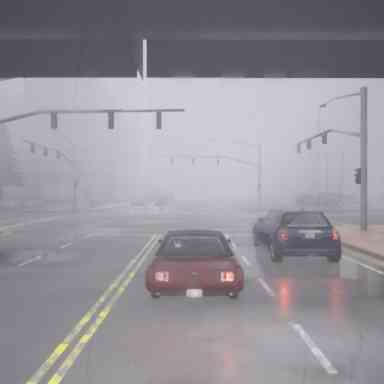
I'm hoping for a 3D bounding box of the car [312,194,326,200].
[{"bbox_3d":[30.806,1.265,80.768,1.784,1.438,3.905,0,0,0],"label":"car"}]

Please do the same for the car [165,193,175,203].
[{"bbox_3d":[-4.553,1.140,66.422,2.150,2.045,5.566,0,0,0],"label":"car"}]

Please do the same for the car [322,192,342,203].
[{"bbox_3d":[19.536,1.097,48.166,1.905,1.878,3.866,0,0,0],"label":"car"}]

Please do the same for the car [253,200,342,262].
[{"bbox_3d":[3.580,1.337,12.168,2.097,1.767,4.553,0,0,0],"label":"car"}]

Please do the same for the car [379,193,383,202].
[{"bbox_3d":[39.086,1.072,65.782,1.932,1.855,4.605,0,0,0],"label":"car"}]

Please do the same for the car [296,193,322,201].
[{"bbox_3d":[16.642,1.094,48.211,1.932,1.855,4.605,0,0,0],"label":"car"}]

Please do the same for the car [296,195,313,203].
[{"bbox_3d":[22.188,1.315,65.641,1.970,1.475,3.806,0,0,0],"label":"car"}]

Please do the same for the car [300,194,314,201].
[{"bbox_3d":[27.911,1.296,80.761,1.970,1.475,3.806,0,0,0],"label":"car"}]

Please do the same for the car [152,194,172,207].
[{"bbox_3d":[-4.508,1.443,50.648,1.837,1.490,4.892,0,0,0],"label":"car"}]

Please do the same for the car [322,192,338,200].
[{"bbox_3d":[33.489,1.054,80.827,1.932,1.855,4.605,0,0,0],"label":"car"}]

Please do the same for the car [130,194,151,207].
[{"bbox_3d":[-8.008,1.486,50.232,2.033,1.411,5.357,0,0,0],"label":"car"}]

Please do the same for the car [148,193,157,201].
[{"bbox_3d":[-8.046,1.139,66.837,2.150,2.045,5.566,0,0,0],"label":"car"}]

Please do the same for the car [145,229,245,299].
[{"bbox_3d":[0.066,1.590,8.402,1.895,1.301,4.718,0,0,0],"label":"car"}]
